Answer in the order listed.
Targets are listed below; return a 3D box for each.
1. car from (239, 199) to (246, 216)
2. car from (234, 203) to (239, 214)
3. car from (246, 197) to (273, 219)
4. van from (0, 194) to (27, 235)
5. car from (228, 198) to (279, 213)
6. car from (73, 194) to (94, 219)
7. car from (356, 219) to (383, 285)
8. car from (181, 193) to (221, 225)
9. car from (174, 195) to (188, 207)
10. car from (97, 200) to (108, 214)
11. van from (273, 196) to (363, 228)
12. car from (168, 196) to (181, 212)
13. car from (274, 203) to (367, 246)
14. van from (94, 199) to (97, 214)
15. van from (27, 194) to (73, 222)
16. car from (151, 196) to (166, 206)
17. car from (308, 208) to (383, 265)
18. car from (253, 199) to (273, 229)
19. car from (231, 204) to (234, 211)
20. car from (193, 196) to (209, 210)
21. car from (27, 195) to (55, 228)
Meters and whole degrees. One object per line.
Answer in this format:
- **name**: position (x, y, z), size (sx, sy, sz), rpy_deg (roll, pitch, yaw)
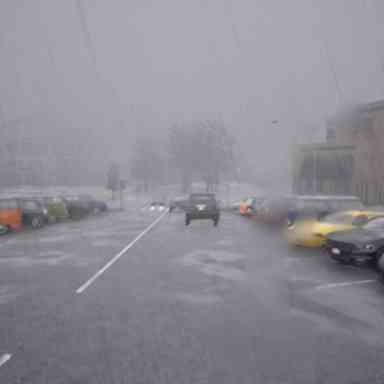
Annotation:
- **car**: position (6.336, 1.376, 24.957), size (4.792, 1.488, 2.163), rpy_deg (1, 0, -20)
- **car**: position (6.259, 1.206, 27.887), size (4.553, 1.767, 2.185), rpy_deg (1, 0, -20)
- **car**: position (6.302, 1.235, 21.987), size (4.553, 1.767, 2.185), rpy_deg (1, 0, -20)
- **van**: position (-11.228, 1.198, 17.047), size (4.442, 1.987, 1.878), rpy_deg (-1, 1, -19)
- **car**: position (6.238, 1.342, 33.795), size (4.674, 1.452, 2.002), rpy_deg (1, 1, -21)
- **car**: position (-10.861, 1.129, 26.104), size (5.566, 2.045, 2.435), rpy_deg (-1, 0, -18)
- **car**: position (6.375, 1.463, 7.283), size (4.792, 1.488, 2.163), rpy_deg (1, 1, -20)
- **car**: position (0.804, 1.107, 23.270), size (2.150, 2.045, 5.566), rpy_deg (0, 0, 5)
- **car**: position (-1.550, 1.220, 47.023), size (1.812, 1.442, 4.674), rpy_deg (0, 2, 0)
- **car**: position (-10.722, 1.352, 32.086), size (5.008, 1.535, 2.097), rpy_deg (-1, 1, -18)
- **van**: position (6.480, 1.166, 16.142), size (4.442, 1.987, 1.878), rpy_deg (1, 0, -20)
- **car**: position (-1.452, 1.334, 35.354), size (1.837, 1.490, 4.892), rpy_deg (0, 0, -1)
- **car**: position (6.207, 1.400, 13.100), size (5.366, 1.575, 1.946), rpy_deg (1, 1, -20)
- **van**: position (-10.918, 1.142, 29.049), size (4.442, 1.987, 1.878), rpy_deg (-1, 1, -18)
- **van**: position (-10.856, 1.167, 23.134), size (4.442, 1.987, 1.878), rpy_deg (-1, 0, -18)
- **car**: position (-4.720, 1.223, 47.648), size (2.033, 1.411, 5.357), rpy_deg (0, 2, 0)
- **car**: position (6.402, 1.419, 10.228), size (5.008, 1.535, 2.097), rpy_deg (1, 1, -20)
- **car**: position (6.357, 1.375, 19.044), size (5.008, 1.535, 2.097), rpy_deg (1, 1, -20)
- **car**: position (6.236, 1.346, 30.832), size (4.792, 1.488, 2.163), rpy_deg (1, 1, -20)
- **car**: position (1.061, 1.302, 40.766), size (1.837, 1.490, 4.892), rpy_deg (0, 0, 0)
- **car**: position (-11.012, 1.282, 20.099), size (4.553, 1.767, 2.185), rpy_deg (-1, 1, -19)
